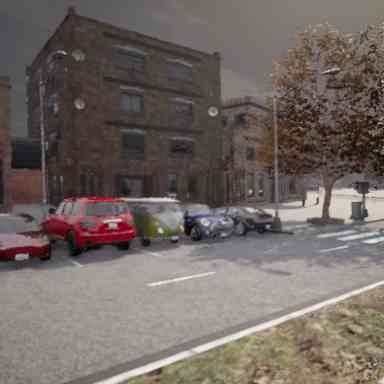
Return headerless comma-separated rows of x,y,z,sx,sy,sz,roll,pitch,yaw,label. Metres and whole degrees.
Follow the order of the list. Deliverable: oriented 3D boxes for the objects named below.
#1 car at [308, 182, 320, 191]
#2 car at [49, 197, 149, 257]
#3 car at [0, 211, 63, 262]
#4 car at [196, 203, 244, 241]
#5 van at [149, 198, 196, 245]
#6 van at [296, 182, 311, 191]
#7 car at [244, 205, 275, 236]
29.127,-1.005,79.707,2.097,1.535,5.008,5,5,39,car
-4.291,1.237,13.463,2.435,2.045,5.566,0,0,-37,car
-6.439,1.522,11.782,2.163,1.488,4.792,0,0,-36,car
0.096,1.345,16.784,2.185,1.767,4.553,0,0,-37,car
-2.016,1.253,15.005,1.878,1.987,4.442,0,0,-37,van
27.692,-1.482,82.357,1.878,1.987,4.442,5,5,39,van
2.318,1.460,18.414,2.231,1.521,4.892,0,0,-37,car
